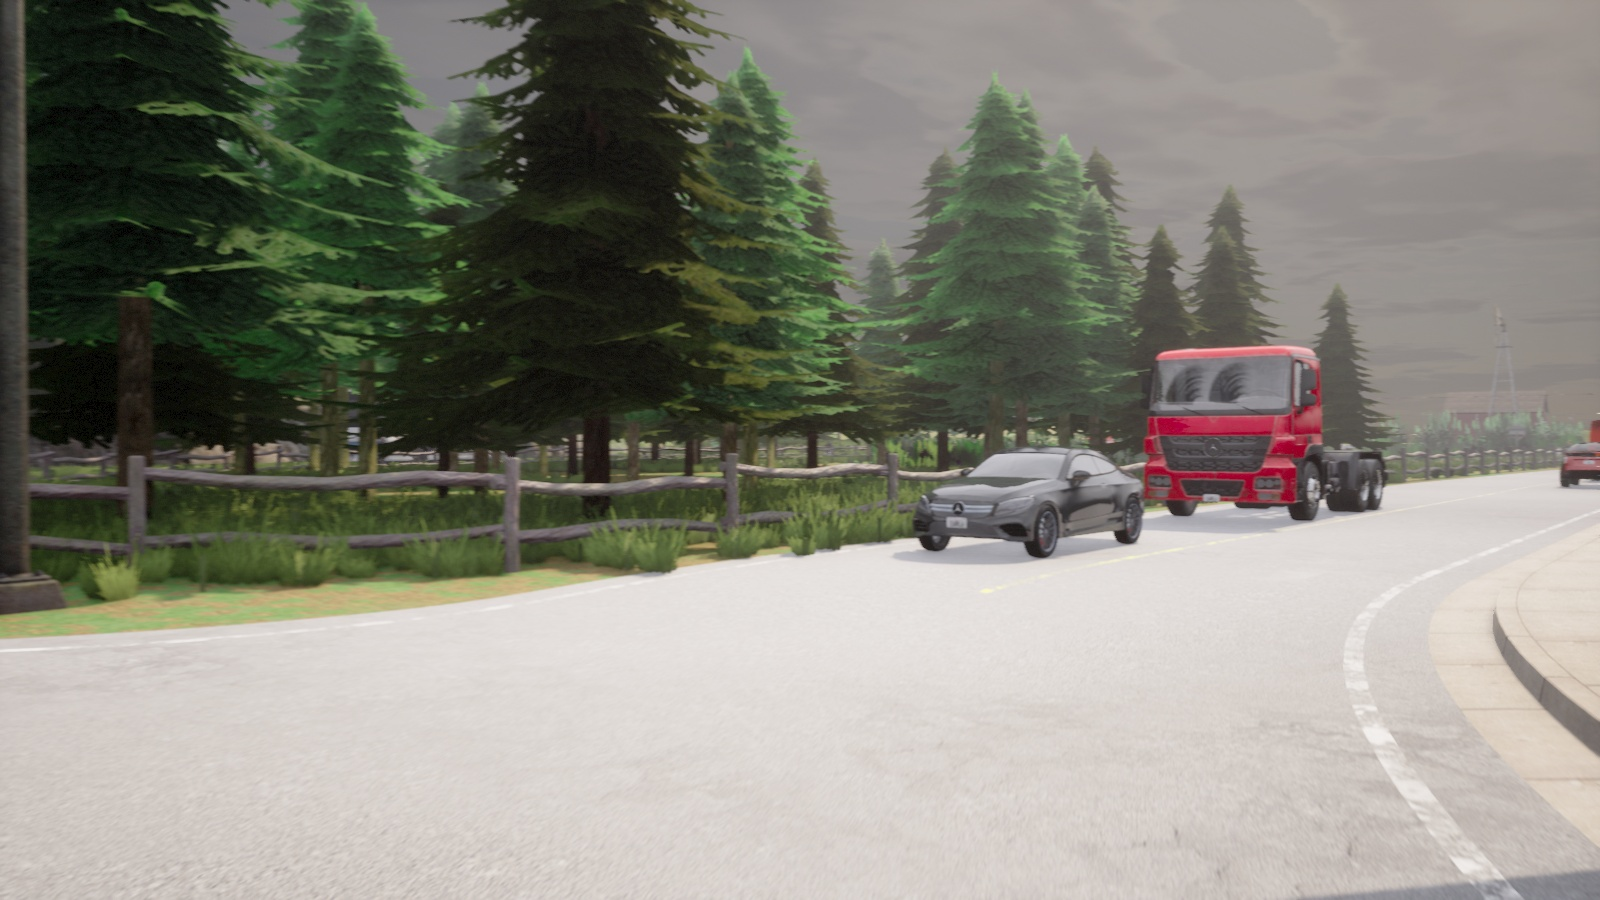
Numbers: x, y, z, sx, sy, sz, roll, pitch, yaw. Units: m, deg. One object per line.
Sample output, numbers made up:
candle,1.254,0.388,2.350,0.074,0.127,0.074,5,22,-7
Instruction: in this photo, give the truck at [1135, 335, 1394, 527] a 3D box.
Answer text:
truck,10.088,-0.367,26.649,2.891,3.462,7.936,0,0,38

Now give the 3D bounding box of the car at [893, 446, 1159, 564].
car,3.366,0.673,17.927,1.812,1.442,4.674,0,0,37

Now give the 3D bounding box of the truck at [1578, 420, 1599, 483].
truck,33.294,0.046,50.601,2.627,2.467,5.204,0,0,39

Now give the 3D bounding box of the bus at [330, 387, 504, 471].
bus,-20.821,-1.087,69.263,3.944,4.253,10.273,0,0,19

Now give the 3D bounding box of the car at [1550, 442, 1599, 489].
car,27.321,0.506,43.245,2.007,1.525,4.514,0,0,38
